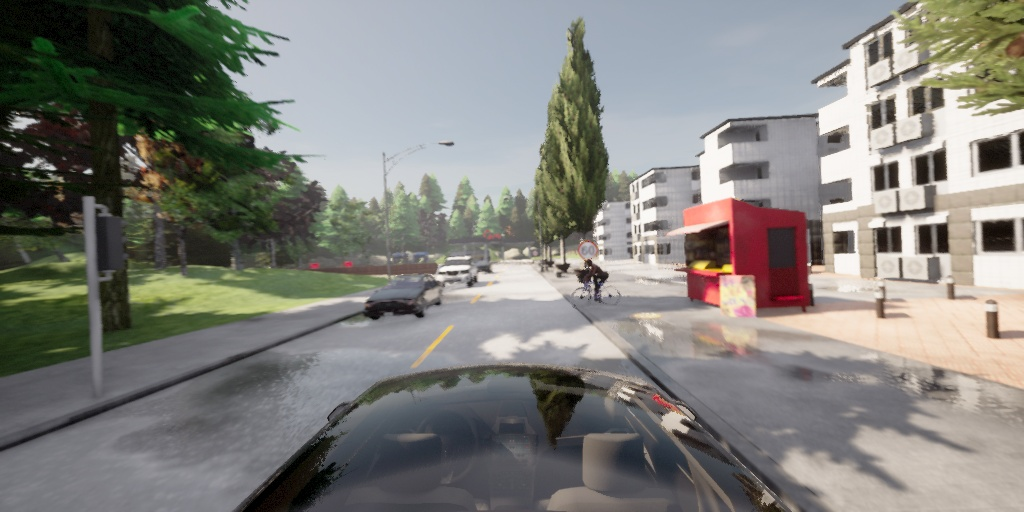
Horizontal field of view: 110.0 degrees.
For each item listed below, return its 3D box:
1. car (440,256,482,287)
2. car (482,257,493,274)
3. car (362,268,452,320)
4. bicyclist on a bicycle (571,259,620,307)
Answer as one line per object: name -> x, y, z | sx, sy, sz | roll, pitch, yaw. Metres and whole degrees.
car -> -3.718, 1.064, 25.528 | 2.150, 2.045, 5.566 | -3, 0, 1
car -> -3.311, 1.241, 41.446 | 1.882, 1.535, 5.008 | -3, 0, 1
car -> -3.929, 1.443, 13.991 | 2.033, 1.411, 5.357 | -3, 0, 0
bicyclist on a bicycle -> 2.806, 0.921, 12.131 | 1.656, 1.620, 0.582 | -3, 0, 1
